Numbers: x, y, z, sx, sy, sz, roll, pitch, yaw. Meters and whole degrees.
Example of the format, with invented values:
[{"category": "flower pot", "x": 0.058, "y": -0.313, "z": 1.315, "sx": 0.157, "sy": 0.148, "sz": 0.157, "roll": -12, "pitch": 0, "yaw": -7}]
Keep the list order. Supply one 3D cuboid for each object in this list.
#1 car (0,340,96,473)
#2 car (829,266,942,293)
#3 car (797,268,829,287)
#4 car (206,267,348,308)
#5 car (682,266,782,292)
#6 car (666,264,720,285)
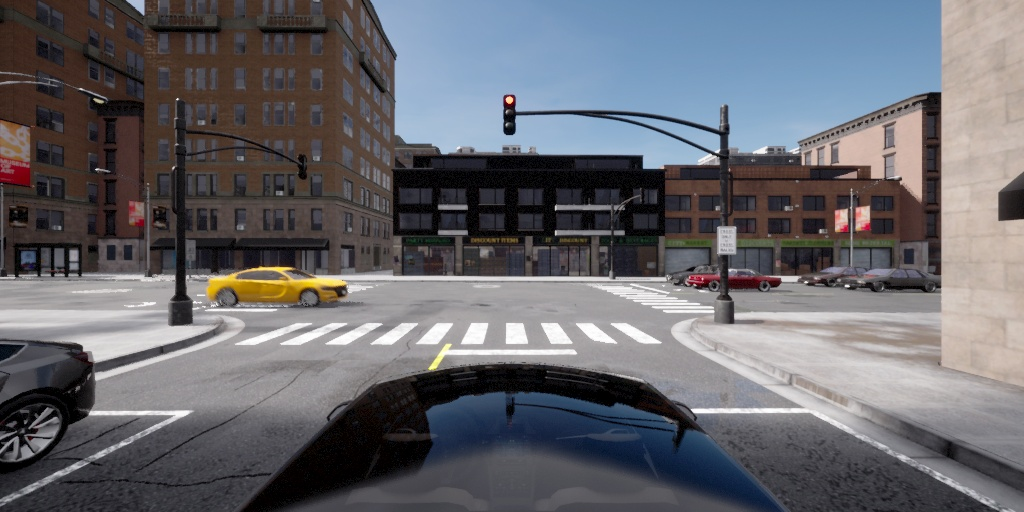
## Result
[{"category": "car", "x": -5.388, "y": 1.316, "z": 2.113, "sx": 1.948, "sy": 1.339, "sz": 4.313, "roll": 0, "pitch": 0, "yaw": 0}, {"category": "car", "x": 22.726, "y": 1.421, "z": 21.479, "sx": 5.357, "sy": 1.411, "sz": 2.033, "roll": 0, "pitch": 0, "yaw": -1}, {"category": "car", "x": 22.914, "y": 1.422, "z": 24.735, "sx": 5.357, "sy": 1.411, "sz": 2.033, "roll": 0, "pitch": 0, "yaw": -1}, {"category": "car", "x": -9.246, "y": 1.190, "z": 14.359, "sx": 5.008, "sy": 1.535, "sz": 1.882, "roll": 0, "pitch": 0, "yaw": -1}, {"category": "car", "x": 13.079, "y": 1.424, "z": 21.355, "sx": 4.718, "sy": 1.301, "sz": 1.895, "roll": 0, "pitch": 0, "yaw": -1}, {"category": "car", "x": 13.170, "y": 1.329, "z": 24.605, "sx": 4.892, "sy": 1.490, "sz": 1.837, "roll": 0, "pitch": 0, "yaw": -1}]
